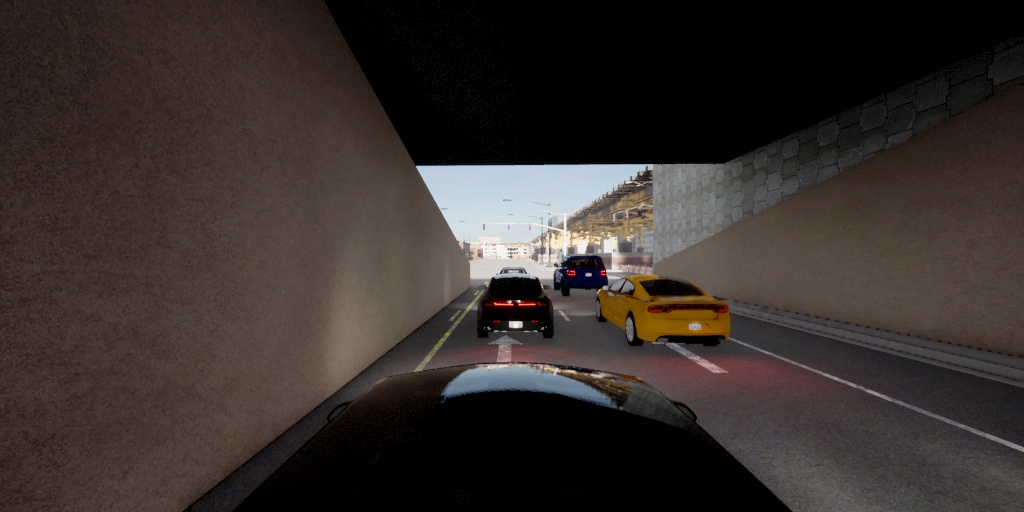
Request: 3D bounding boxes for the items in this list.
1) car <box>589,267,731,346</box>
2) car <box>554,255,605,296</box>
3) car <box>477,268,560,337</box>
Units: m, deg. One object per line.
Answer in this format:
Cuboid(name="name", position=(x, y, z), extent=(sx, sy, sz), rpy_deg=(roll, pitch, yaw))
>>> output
Cuboid(name="car", position=(3.578, 1.228, 9.478), extent=(1.882, 1.535, 5.008), rpy_deg=(0, 0, 0))
Cuboid(name="car", position=(3.578, 0.971, 19.448), extent=(2.150, 2.045, 5.566), rpy_deg=(0, 0, 0))
Cuboid(name="car", position=(0.081, 1.255, 10.279), extent=(1.837, 1.490, 4.892), rpy_deg=(0, 0, 0))
